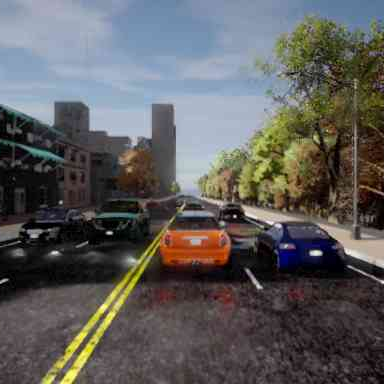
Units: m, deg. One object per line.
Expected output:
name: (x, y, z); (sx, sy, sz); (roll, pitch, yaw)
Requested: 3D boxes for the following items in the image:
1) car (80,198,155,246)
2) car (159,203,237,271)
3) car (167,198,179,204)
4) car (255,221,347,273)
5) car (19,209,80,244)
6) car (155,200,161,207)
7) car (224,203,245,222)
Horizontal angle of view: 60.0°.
car: (-3.345, 1.327, 16.258); (2.150, 2.045, 5.566); (0, 0, 0)
car: (0.105, 1.426, 11.370); (2.097, 1.767, 4.553); (0, 0, 0)
car: (-3.282, 1.840, 57.019); (1.882, 1.535, 5.008); (0, 0, 1)
car: (3.354, 1.635, 10.990); (1.994, 1.385, 4.181); (0, 0, 0)
car: (-6.593, 1.597, 16.348); (2.128, 1.511, 4.902); (0, 0, 0)
car: (-6.525, 1.966, 57.430); (1.895, 1.301, 4.718); (0, 0, 1)
car: (3.360, 1.687, 28.481); (1.837, 1.490, 4.892); (0, 0, 0)
